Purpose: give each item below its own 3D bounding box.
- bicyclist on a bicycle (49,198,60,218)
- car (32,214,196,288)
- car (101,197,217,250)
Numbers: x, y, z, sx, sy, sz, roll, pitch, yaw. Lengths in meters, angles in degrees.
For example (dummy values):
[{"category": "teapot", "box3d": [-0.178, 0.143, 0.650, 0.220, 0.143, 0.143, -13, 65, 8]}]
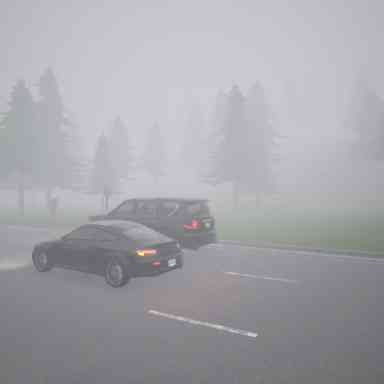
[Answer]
[{"category": "bicyclist on a bicycle", "box3d": [-11.434, 1.308, 27.688, 0.582, 1.620, 1.656, 0, -2, 6]}, {"category": "car", "box3d": [-2.425, 1.526, 9.197, 4.674, 1.442, 1.812, 0, 0, 32]}, {"category": "car", "box3d": [-1.729, 1.224, 12.873, 5.566, 2.045, 2.150, 0, 0, 31]}]
